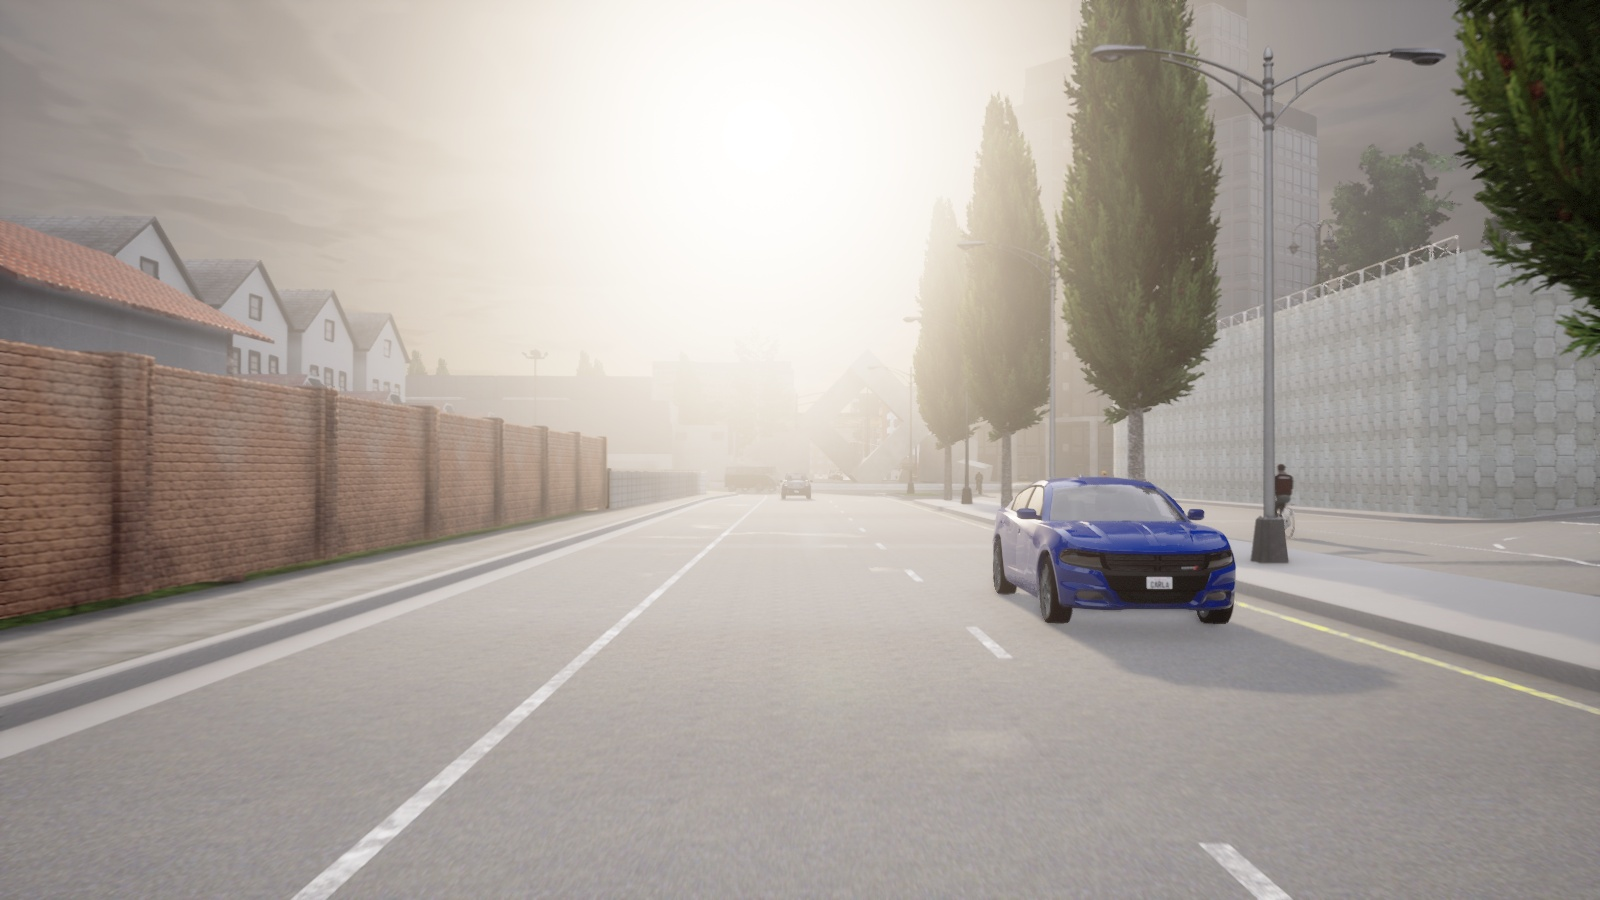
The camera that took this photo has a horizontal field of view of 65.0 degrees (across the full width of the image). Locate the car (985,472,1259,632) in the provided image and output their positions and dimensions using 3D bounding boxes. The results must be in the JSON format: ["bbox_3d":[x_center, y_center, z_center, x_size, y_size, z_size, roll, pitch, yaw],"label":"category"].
[{"bbox_3d":[3.464,1.023,14.583,1.882,1.535,5.008,0,-1,0],"label":"car"}]

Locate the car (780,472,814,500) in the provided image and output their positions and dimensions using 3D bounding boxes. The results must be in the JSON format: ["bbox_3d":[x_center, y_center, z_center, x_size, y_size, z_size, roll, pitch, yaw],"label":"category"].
[{"bbox_3d":[-0.196,2.009,70.445,1.845,1.501,3.633,0,-1,-1],"label":"car"}]

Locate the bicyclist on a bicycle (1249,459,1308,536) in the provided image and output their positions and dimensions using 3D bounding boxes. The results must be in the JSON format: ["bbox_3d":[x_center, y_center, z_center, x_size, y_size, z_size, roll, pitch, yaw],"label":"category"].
[{"bbox_3d":[11.424,1.120,30.037,0.659,1.776,1.843,-1,-1,0],"label":"bicyclist on a bicycle"}]

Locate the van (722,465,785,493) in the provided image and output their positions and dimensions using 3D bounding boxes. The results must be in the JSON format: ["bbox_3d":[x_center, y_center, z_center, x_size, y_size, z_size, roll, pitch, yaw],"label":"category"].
[{"bbox_3d":[-3.362,2.095,90.451,4.442,1.987,1.775,-1,-1,38],"label":"van"}]
